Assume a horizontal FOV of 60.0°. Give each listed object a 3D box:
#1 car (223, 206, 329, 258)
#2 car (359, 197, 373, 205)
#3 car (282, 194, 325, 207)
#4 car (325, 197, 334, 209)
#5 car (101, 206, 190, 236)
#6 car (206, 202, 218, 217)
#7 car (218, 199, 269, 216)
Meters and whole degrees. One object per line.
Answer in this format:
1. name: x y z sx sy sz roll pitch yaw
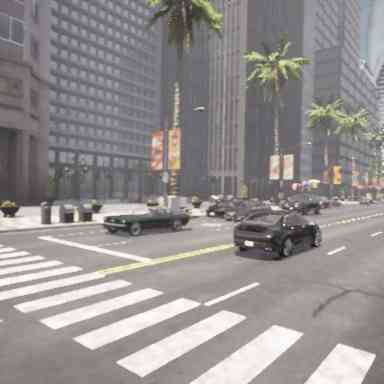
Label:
1. car: 3.434 1.481 12.877 1.837 1.490 4.892 1 0 40
2. car: 35.778 1.744 68.163 2.231 1.521 4.892 2 1 39
3. car: 11.010 1.209 33.176 2.150 2.045 5.566 2 1 39
4. car: 17.227 1.385 45.390 2.185 1.767 4.553 2 1 39
5. car: -2.295 1.419 17.223 1.895 1.301 4.718 2 1 40
6. car: 3.139 1.364 28.580 2.161 1.482 4.786 2 1 39
7. car: 4.350 1.408 25.202 1.837 1.490 4.892 2 1 40
